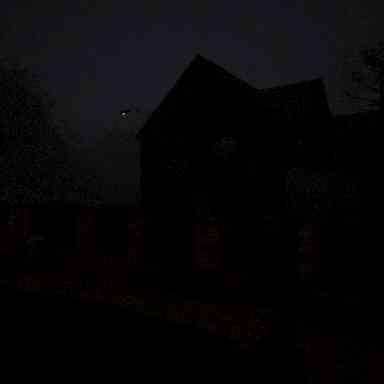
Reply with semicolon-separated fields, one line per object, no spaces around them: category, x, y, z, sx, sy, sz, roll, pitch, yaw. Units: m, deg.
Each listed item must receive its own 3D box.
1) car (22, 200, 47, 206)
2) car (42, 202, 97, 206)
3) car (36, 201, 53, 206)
car;-14.454;1.554;31.331;2.128;1.511;4.902;0;0;35
car;-7.591;1.596;24.095;2.033;1.411;5.357;0;0;38
car;-11.233;1.665;30.256;1.895;1.301;4.718;0;0;35
